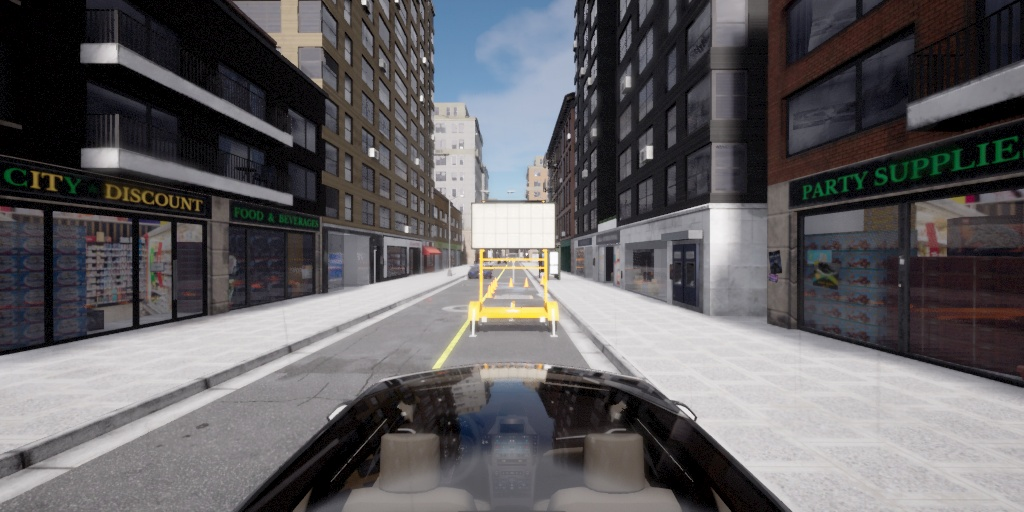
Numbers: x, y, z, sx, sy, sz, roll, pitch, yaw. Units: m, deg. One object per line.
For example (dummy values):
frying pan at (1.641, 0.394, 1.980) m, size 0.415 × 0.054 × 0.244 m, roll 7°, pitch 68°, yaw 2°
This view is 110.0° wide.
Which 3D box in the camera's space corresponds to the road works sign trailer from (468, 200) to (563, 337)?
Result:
road works sign trailer at (0.044, 0.213, 10.271) m, size 2.380 × 3.560 × 2.880 m, roll 0°, pitch 0°, yaw 0°

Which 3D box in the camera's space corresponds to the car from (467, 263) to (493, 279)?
car at (-2.706, 1.303, 31.405) m, size 1.994 × 1.385 × 4.181 m, roll 0°, pitch 0°, yaw 0°
